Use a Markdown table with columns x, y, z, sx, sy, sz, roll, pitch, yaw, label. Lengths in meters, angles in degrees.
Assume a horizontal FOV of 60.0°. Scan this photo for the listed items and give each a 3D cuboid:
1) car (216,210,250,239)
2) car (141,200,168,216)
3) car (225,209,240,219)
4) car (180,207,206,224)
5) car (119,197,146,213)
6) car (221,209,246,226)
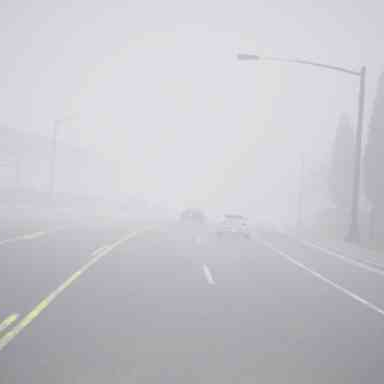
| x | y | z | sx | sy | sz | roll | pitch | yaw | label |
| --- | --- | --- | --- | --- | --- | --- | --- | --- | --- |
| 2.446 | 1.912 | 20.182 | 1.812 | 1.442 | 4.674 | 4 | -1 | 4 | car |
| -4.499 | 2.276 | 43.102 | 1.812 | 1.442 | 4.674 | 4 | -3 | 15 | car |
| 7.262 | 3.917 | 58.958 | 1.882 | 1.535 | 5.008 | 4 | -3 | 16 | car |
| 0.184 | 2.138 | 31.121 | 1.994 | 1.385 | 4.181 | 4 | -2 | 10 | car |
| -7.712 | 1.779 | 44.561 | 2.150 | 2.045 | 5.566 | 4 | -3 | 15 | car |
| 4.364 | 2.601 | 34.386 | 2.033 | 1.411 | 5.357 | 4 | -3 | 12 | car |
